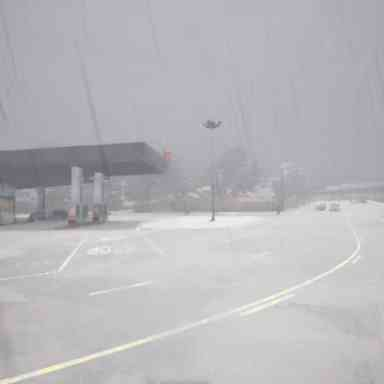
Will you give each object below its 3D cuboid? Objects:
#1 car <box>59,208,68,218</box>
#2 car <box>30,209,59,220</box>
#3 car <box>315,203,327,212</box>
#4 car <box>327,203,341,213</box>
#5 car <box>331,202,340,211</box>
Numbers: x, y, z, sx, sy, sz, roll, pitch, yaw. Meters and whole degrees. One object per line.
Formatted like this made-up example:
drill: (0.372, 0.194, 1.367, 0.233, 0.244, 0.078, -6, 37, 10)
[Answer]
car: (-21.688, 3.648, 57.436, 4.611, 1.667, 2.242, -2, -2, 24)
car: (-23.276, 3.635, 51.860, 3.806, 1.475, 1.970, -2, -2, 24)
car: (30.306, 3.910, 79.092, 2.033, 1.411, 5.357, -2, -2, 24)
car: (29.667, 3.376, 68.951, 2.097, 1.767, 4.553, -2, -2, 24)
car: (36.175, 3.673, 83.773, 2.150, 2.045, 5.566, -2, -2, 24)
